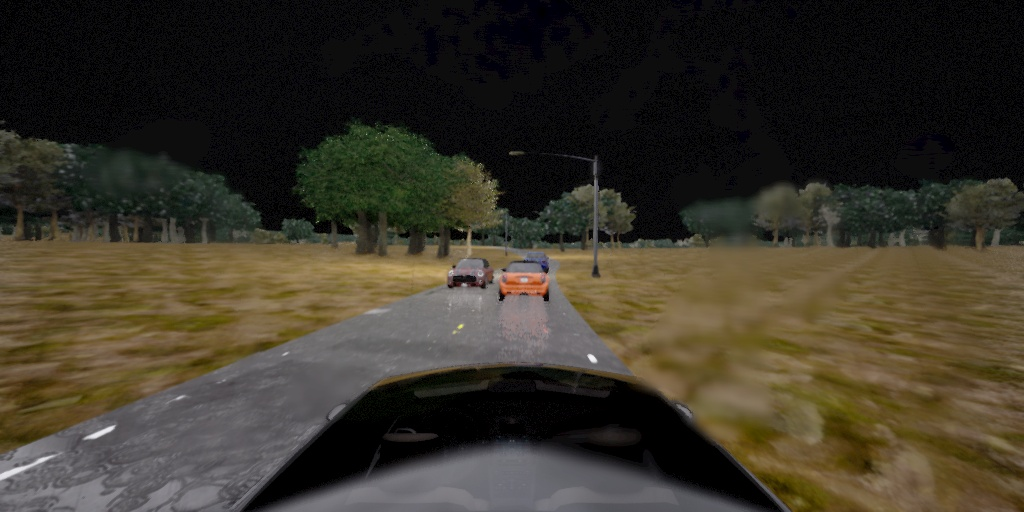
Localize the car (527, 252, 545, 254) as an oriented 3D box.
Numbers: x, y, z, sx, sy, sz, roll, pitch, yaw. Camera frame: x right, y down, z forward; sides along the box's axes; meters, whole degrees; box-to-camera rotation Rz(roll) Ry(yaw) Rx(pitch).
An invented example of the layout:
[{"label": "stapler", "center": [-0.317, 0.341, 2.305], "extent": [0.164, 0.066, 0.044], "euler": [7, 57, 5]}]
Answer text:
[{"label": "car", "center": [2.482, 0.625, 35.795], "extent": [2.150, 2.045, 5.566], "euler": [0, 1, 8]}]

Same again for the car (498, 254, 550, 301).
[{"label": "car", "center": [0.599, 0.950, 16.401], "extent": [2.097, 1.767, 4.553], "euler": [0, 1, 3]}]

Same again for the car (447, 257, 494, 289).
[{"label": "car", "center": [-2.291, 0.883, 20.734], "extent": [2.097, 1.767, 4.553], "euler": [0, 1, 4]}]
